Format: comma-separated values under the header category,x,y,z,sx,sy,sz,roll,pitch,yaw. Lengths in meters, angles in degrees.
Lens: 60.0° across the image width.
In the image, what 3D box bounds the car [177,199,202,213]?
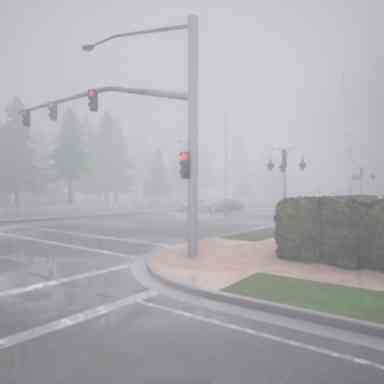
category,x,y,z,sx,sy,sz,roll,pitch,yaw
car,0.383,1.470,35.875,1.812,1.442,4.674,0,0,38

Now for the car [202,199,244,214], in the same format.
category,x,y,z,sx,sy,sz,roll,pitch,yaw
car,3.607,1.445,34.314,2.128,1.511,4.902,0,0,39
